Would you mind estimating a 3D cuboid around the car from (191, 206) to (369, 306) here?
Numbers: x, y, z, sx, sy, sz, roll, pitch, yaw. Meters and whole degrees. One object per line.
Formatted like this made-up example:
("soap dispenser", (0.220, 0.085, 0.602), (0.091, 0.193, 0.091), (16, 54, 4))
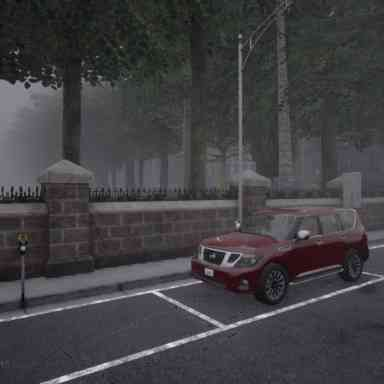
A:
("car", (2.393, 1.314, 8.238), (5.009, 1.841, 2.192), (0, 0, -35))
